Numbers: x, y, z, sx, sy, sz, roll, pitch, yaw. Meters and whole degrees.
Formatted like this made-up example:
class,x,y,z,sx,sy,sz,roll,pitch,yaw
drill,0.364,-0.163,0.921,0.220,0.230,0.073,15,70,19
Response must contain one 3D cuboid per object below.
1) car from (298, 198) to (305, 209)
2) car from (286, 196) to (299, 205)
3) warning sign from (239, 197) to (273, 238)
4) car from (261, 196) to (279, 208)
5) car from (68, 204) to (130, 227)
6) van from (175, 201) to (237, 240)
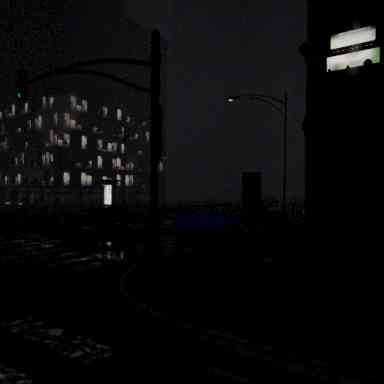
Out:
class,x,y,z,sx,sy,sz,roll,pitch,yaw
car,15.591,1.442,42.344,1.837,1.490,4.892,1,1,36
car,16.349,1.364,53.300,1.752,1.417,4.829,1,1,35
warning sign,3.115,1.177,16.125,1.300,1.860,1.060,1,1,35
car,10.035,1.293,44.420,1.967,1.590,4.097,1,1,35
car,-5.999,1.467,21.879,1.947,1.339,4.313,1,1,35
van,0.833,1.368,17.019,1.690,1.788,3.998,1,1,35
